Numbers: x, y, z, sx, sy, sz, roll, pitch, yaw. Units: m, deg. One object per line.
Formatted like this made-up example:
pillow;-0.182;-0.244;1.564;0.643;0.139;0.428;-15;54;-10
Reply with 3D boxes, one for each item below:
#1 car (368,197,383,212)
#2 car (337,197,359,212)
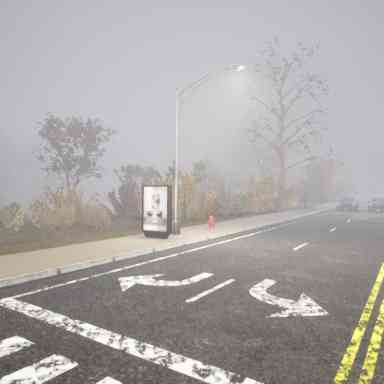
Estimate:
car;21.463;1.393;38.137;2.097;1.767;4.553;0;0;30
car;18.659;1.390;39.780;2.097;1.767;4.553;0;0;30
